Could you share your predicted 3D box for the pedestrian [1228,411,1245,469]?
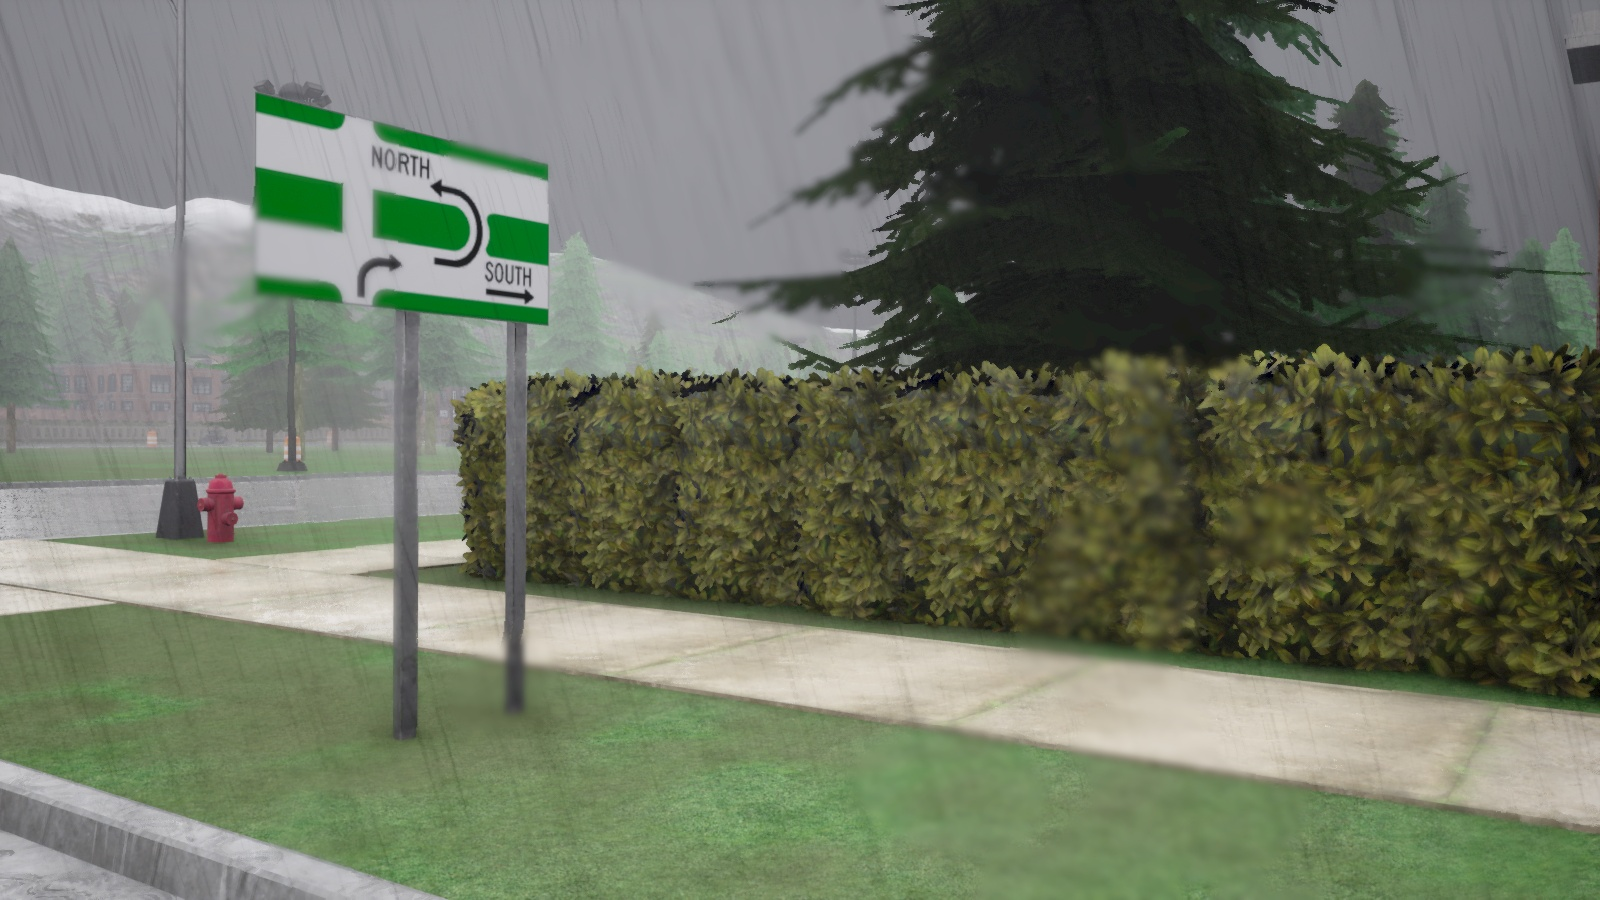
[{"bbox_3d":[13.941,-0.313,40.099,0.345,1.836,0.594,0,1,34],"label":"pedestrian"}]
